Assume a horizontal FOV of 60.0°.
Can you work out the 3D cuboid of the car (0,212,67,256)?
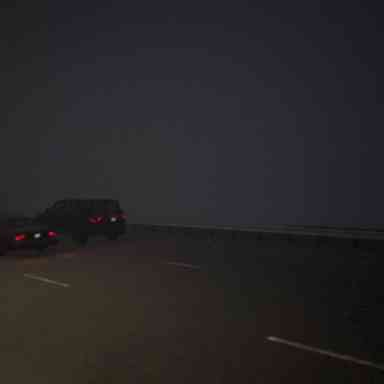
[{"bbox_3d":[-7.723,1.679,13.687,5.357,1.411,2.033,-1,0,36],"label":"car"}]

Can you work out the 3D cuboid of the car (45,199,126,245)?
[{"bbox_3d":[-5.712,1.348,16.551,5.566,2.045,2.150,0,0,36],"label":"car"}]
